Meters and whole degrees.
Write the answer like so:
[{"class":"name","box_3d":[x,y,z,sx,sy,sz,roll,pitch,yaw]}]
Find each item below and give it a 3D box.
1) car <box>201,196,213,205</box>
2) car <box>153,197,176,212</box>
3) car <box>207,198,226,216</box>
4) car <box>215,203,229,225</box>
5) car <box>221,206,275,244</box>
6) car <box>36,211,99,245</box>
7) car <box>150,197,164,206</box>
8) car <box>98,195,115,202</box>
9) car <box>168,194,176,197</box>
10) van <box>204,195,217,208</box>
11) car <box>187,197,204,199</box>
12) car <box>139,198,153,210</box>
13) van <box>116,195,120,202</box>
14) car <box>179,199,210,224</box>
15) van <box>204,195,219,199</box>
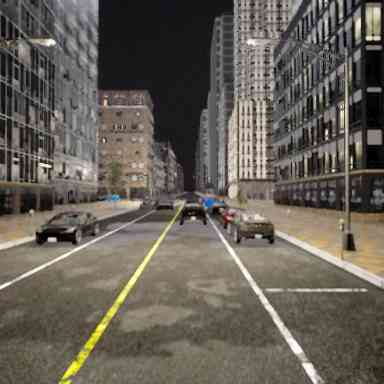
[{"class":"car","box_3d":[2.685,1.547,60.291,1.887,1.381,4.507,1,0,0]},{"class":"car","box_3d":[-3.102,1.576,39.211,1.994,1.385,4.181,0,0,0]},{"class":"car","box_3d":[2.691,1.578,32.406,1.947,1.339,4.313,1,0,0]},{"class":"car","box_3d":[2.694,1.592,21.253,1.802,1.307,4.206,1,0,0]},{"class":"car","box_3d":[2.695,1.559,15.676,2.008,1.369,4.403,1,0,0]},{"class":"car","box_3d":[-5.685,1.574,15.696,1.947,1.339,4.313,1,0,0]},{"class":"car","box_3d":[-5.694,1.572,54.718,1.947,1.339,4.313,1,0,0]},{"class":"car","box_3d":[-19.861,1.616,73.219,4.403,1.369,2.008,0,0,1]},{"class":"car","box_3d":[-5.703,1.558,92.733,1.802,1.307,4.206,1,0,0]},{"class":"van","box_3d":[2.691,1.350,49.138,1.690,1.788,3.998,1,0,0]},{"class":"car","box_3d":[0.090,1.363,41.925,2.097,1.767,4.553,0,0,0]},{"class":"car","box_3d":[-5.690,1.451,43.569,1.967,1.590,4.097,1,0,0]},{"class":"van","box_3d":[-19.755,1.517,81.600,3.998,1.788,1.690,0,0,1]},{"class":"car","box_3d":[0.093,1.516,24.705,1.837,1.490,4.892,0,0,0]},{"class":"van","box_3d":[2.692,1.351,43.561,1.690,1.788,3.998,1,0,0]}]
